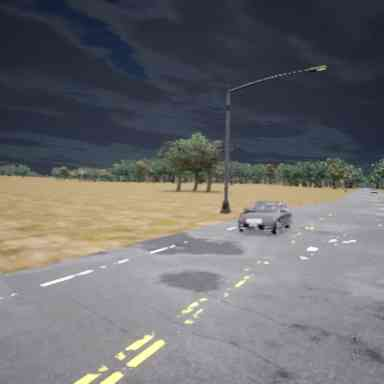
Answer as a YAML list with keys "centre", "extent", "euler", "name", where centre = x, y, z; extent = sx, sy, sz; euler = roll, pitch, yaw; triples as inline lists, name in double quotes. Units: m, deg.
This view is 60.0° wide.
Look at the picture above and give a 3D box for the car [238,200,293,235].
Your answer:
- centre: [3.877, 1.201, 17.039]
  extent: [2.128, 1.511, 4.902]
  euler: [2, 1, 28]
  name: "car"
